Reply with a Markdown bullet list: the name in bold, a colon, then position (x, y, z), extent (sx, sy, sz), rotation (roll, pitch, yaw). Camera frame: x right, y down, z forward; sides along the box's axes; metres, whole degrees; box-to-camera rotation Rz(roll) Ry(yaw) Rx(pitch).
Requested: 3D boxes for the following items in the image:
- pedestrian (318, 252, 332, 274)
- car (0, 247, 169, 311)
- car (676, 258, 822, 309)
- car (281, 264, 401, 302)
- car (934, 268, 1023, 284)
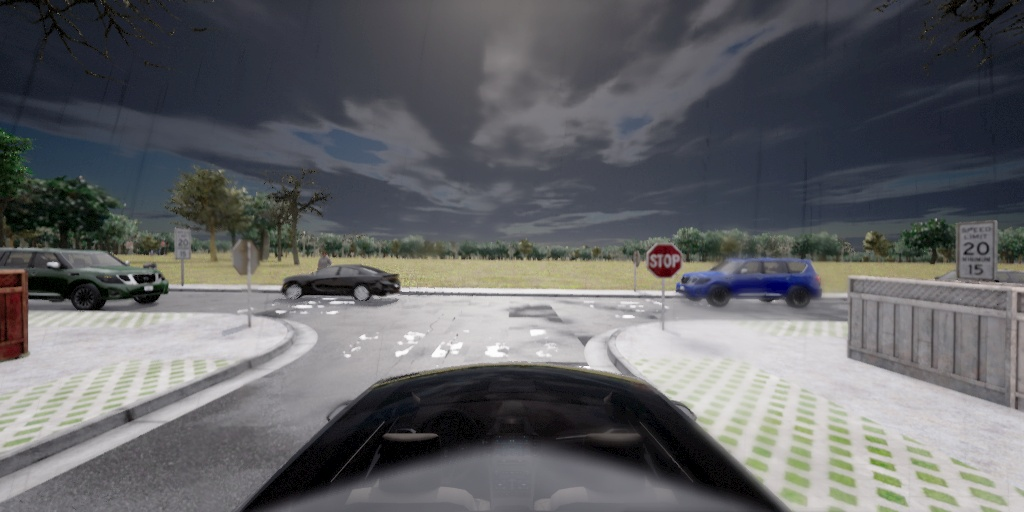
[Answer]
- **pedestrian**: position (-9.664, 0.717, 18.457), extent (0.375, 1.860, 0.375), rotation (0, 0, 0)
- **car**: position (-15.502, 0.745, 12.573), extent (5.566, 2.045, 2.150), rotation (1, 0, 0)
- **car**: position (10.205, 1.098, 15.634), extent (5.566, 2.045, 2.150), rotation (1, 0, 0)
- **car**: position (-7.482, 1.102, 15.771), extent (5.008, 1.535, 1.882), rotation (1, -1, 6)
- **car**: position (20.193, 1.368, 15.671), extent (4.553, 1.767, 2.097), rotation (1, 0, 0)
